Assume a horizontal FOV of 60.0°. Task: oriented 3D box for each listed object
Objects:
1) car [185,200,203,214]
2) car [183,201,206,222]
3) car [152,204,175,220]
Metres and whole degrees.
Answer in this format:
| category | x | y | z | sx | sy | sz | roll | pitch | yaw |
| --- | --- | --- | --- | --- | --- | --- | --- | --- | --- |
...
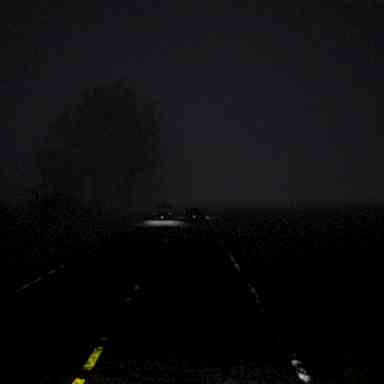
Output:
| category | x | y | z | sx | sy | sz | roll | pitch | yaw |
| --- | --- | --- | --- | --- | --- | --- | --- | --- | --- |
| car | 0.290 | 1.857 | 42.139 | 2.128 | 1.511 | 4.902 | 0 | 0 | 1 |
| car | 0.226 | 1.786 | 28.866 | 1.812 | 1.442 | 4.674 | 0 | 0 | 1 |
| car | -2.573 | 1.827 | 31.467 | 2.033 | 1.411 | 5.357 | 0 | -1 | 1 |
